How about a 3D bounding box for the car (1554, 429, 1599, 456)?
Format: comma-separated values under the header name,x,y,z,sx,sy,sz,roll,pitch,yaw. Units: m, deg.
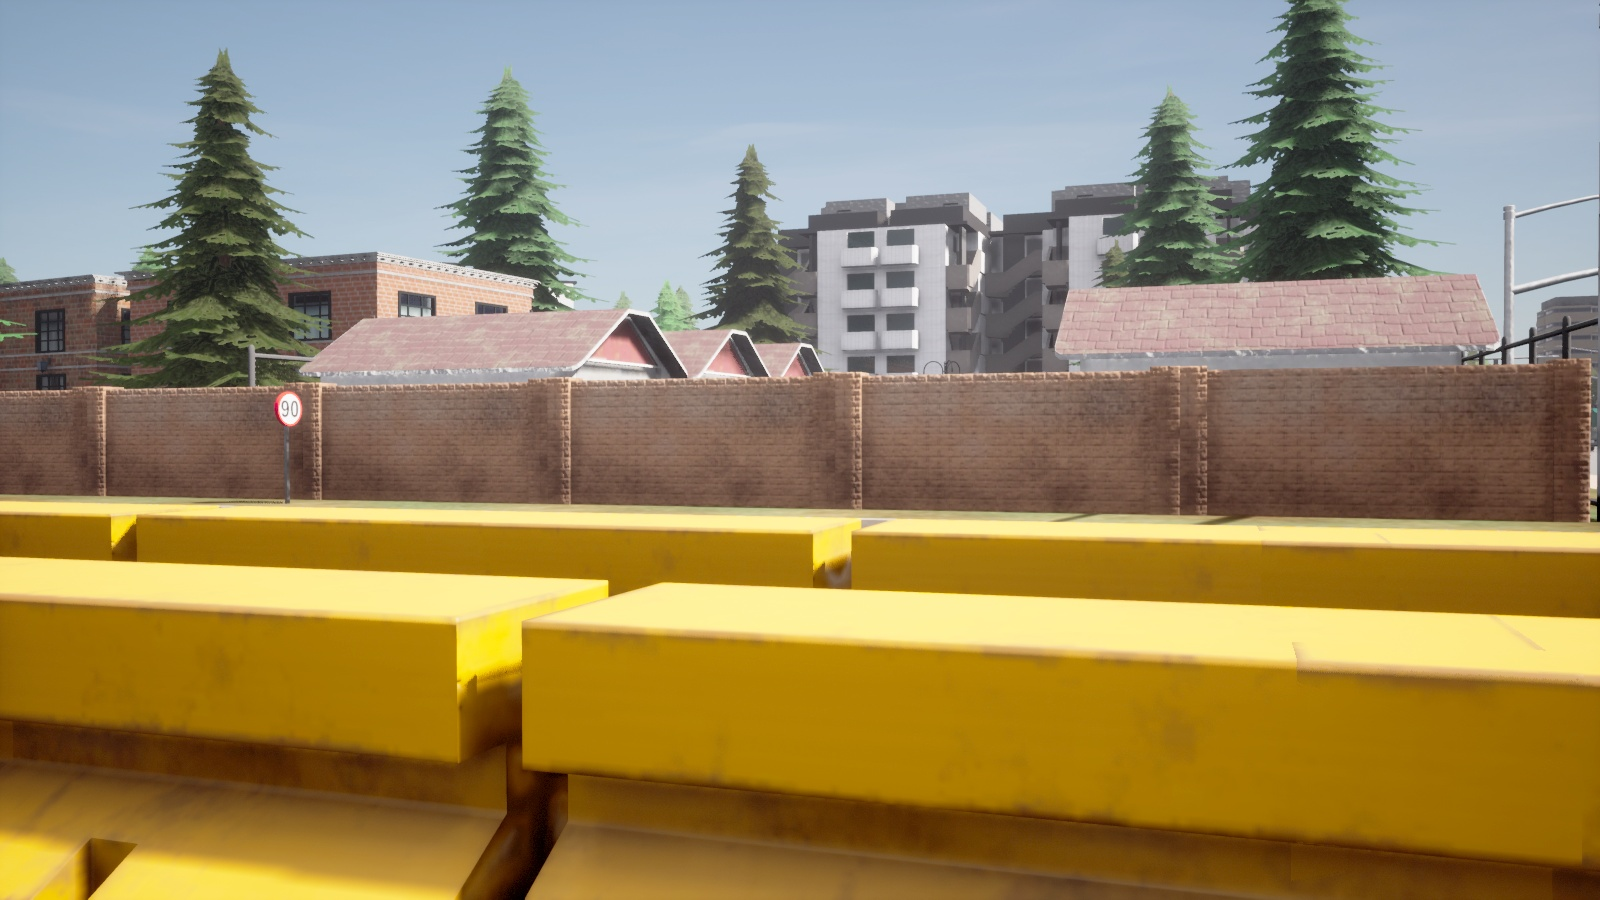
name,x,y,z,sx,sy,sz,roll,pitch,yaw
car,50.152,-0.497,80.589,2.152,1.651,5.027,1,1,20
